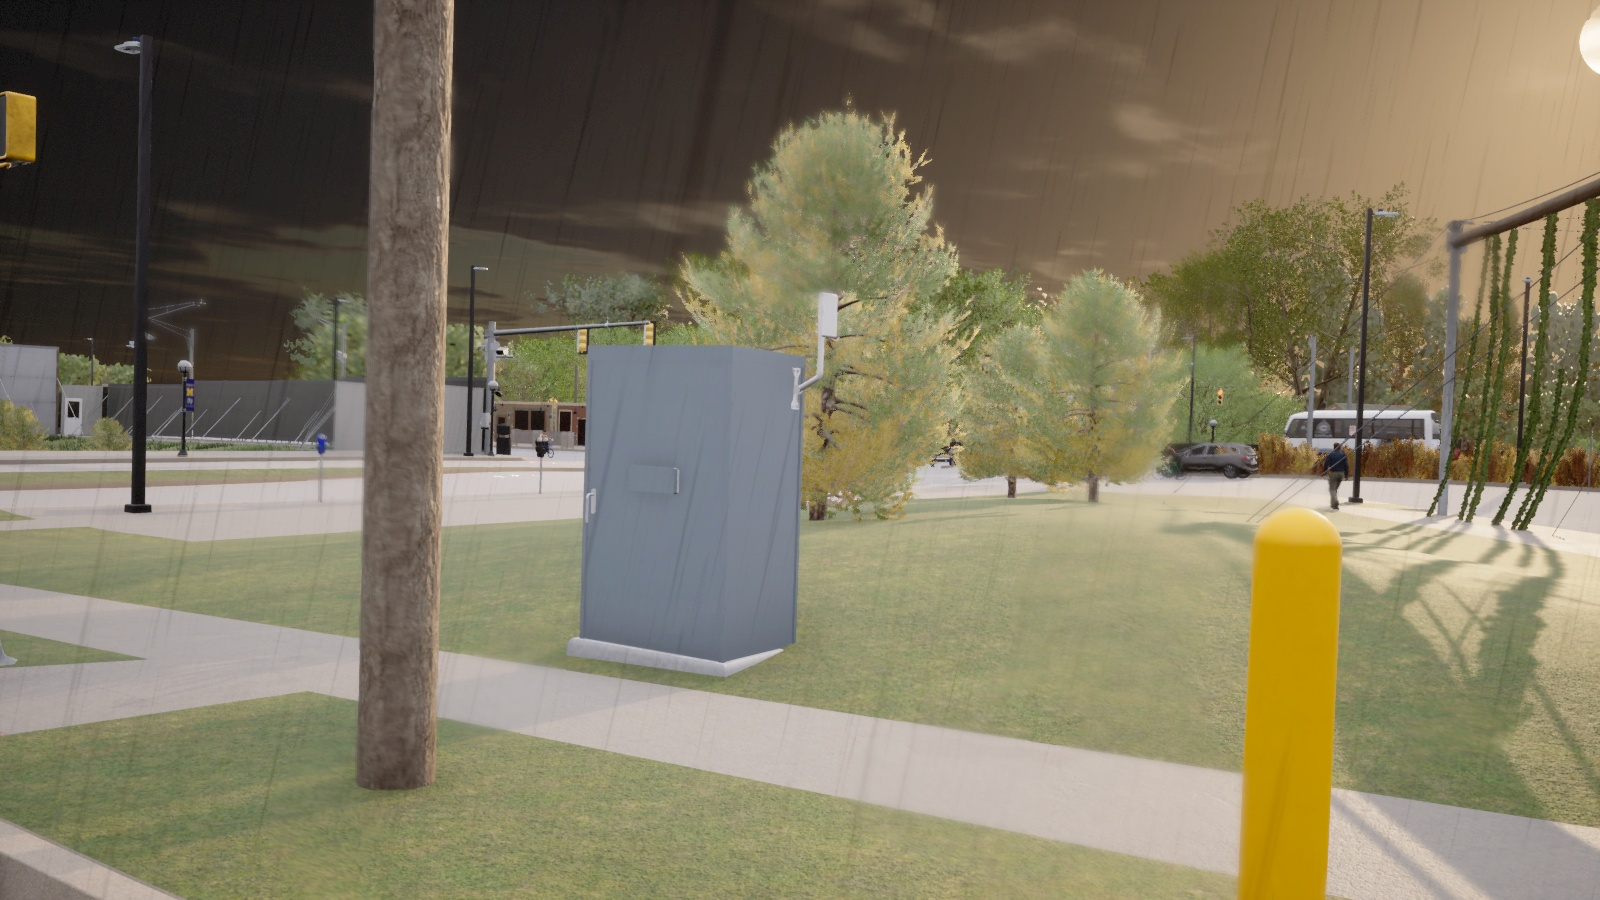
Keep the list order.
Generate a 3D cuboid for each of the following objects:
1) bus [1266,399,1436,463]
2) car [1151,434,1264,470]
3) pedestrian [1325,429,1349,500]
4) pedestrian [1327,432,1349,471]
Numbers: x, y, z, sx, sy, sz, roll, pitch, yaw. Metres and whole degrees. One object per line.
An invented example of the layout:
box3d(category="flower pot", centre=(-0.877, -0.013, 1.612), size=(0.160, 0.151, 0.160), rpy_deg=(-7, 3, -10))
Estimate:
box3d(category="bus", centre=(38.396, -1.326, 87.697), size=(10.273, 4.253, 3.944), rpy_deg=(0, 1, 36))
box3d(category="car", centre=(19.299, 0.091, 59.530), size=(4.611, 1.667, 2.242), rpy_deg=(0, 1, 34))
box3d(category="pedestrian", centre=(14.101, 0.373, 32.980), size=(0.370, 1.835, 0.726), rpy_deg=(1, 2, 8))
box3d(category="pedestrian", centre=(26.784, 0.076, 62.503), size=(0.849, 1.883, 0.563), rpy_deg=(2, 2, 37))
